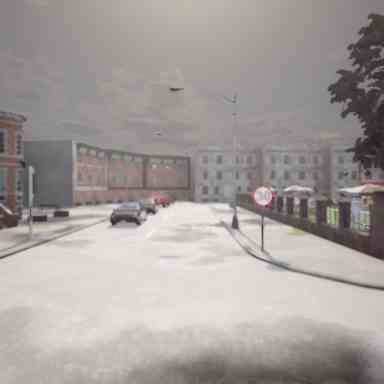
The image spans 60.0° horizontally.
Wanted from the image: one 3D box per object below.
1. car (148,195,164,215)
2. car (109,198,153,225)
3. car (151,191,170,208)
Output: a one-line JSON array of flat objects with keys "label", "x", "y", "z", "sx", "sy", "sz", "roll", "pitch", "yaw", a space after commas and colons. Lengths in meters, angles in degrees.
[{"label": "car", "x": -4.141, "y": 1.291, "z": 31.245, "sx": 2.033, "sy": 1.411, "sz": 5.357, "roll": 0, "pitch": 0, "yaw": -1}, {"label": "car", "x": -4.108, "y": 1.363, "z": 22.413, "sx": 2.033, "sy": 1.411, "sz": 5.357, "roll": 0, "pitch": 0, "yaw": -1}, {"label": "car", "x": -4.153, "y": 0.877, "z": 41.957, "sx": 2.150, "sy": 2.045, "sz": 5.566, "roll": 0, "pitch": 0, "yaw": 5}]
